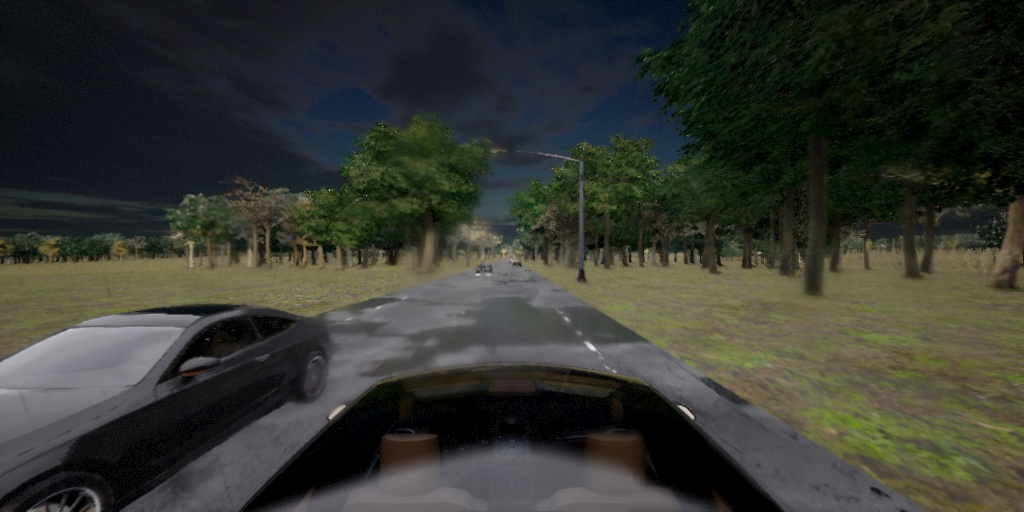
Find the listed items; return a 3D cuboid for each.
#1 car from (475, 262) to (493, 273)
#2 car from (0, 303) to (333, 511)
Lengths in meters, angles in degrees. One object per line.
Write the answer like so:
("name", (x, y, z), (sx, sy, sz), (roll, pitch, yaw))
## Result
("car", (-3.532, 1.515, 46.388), (1.994, 1.385, 4.181), (0, 0, 0))
("car", (-3.594, 1.280, 3.647), (1.812, 1.442, 4.674), (0, 0, 0))
